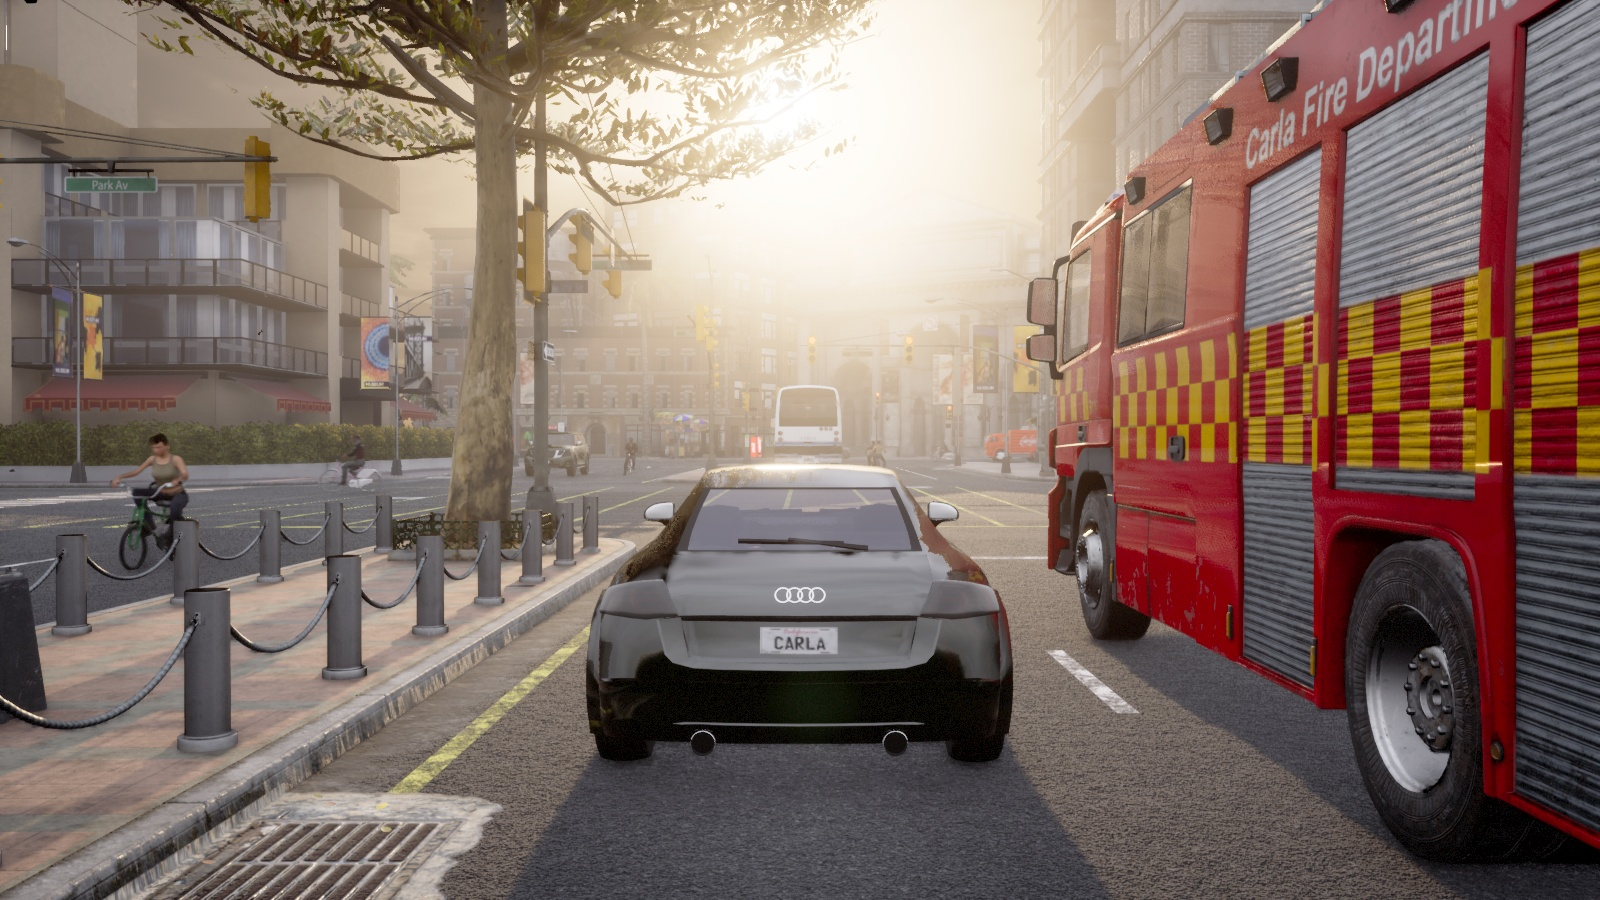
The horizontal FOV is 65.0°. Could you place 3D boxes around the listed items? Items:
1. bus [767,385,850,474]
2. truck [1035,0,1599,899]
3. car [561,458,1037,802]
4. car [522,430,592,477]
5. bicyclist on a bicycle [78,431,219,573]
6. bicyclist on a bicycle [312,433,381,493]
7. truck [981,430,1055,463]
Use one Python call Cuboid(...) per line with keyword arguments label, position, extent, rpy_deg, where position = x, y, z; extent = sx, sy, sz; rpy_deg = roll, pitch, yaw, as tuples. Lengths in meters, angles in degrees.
Cuboid(label="bus", position=(0.433, -0.997, 65.120), extent=(3.944, 4.253, 10.273), rpy_deg=(0, 0, 0))
Cuboid(label="truck", position=(3.562, -0.456, 7.201), extent=(2.891, 3.827, 8.468), rpy_deg=(0, 0, 0))
Cuboid(label="car", position=(0.005, 0.769, 7.352), extent=(1.994, 1.385, 4.181), rpy_deg=(0, 0, 0))
Cuboid(label="car", position=(-11.115, 0.130, 57.873), extent=(2.150, 2.045, 5.566), rpy_deg=(0, 0, 0))
Cuboid(label="bicyclist on a bicycle", position=(-7.807, 0.591, 15.126), extent=(0.866, 1.612, 1.509), rpy_deg=(0, 0, 2))
Cuboid(label="bicyclist on a bicycle", position=(-13.601, 0.393, 37.707), extent=(1.843, 1.776, 0.659), rpy_deg=(0, 0, 0))
Cuboid(label="truck", position=(16.560, -0.267, 95.621), extent=(5.204, 2.467, 2.627), rpy_deg=(0, 0, 1))
